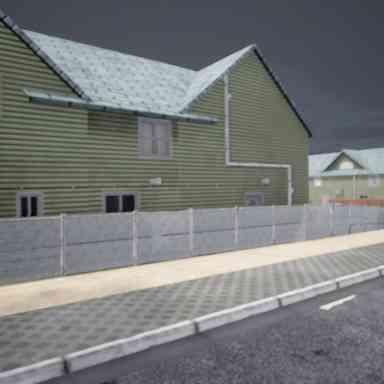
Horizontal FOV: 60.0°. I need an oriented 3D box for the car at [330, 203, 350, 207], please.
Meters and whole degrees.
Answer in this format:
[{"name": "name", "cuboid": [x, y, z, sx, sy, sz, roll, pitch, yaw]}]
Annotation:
[{"name": "car", "cuboid": [12.924, 1.730, 29.060, 1.812, 1.442, 4.674, -1, 0, -36]}]
